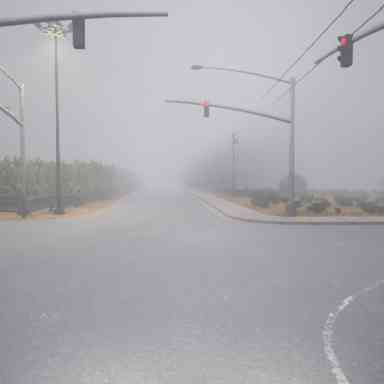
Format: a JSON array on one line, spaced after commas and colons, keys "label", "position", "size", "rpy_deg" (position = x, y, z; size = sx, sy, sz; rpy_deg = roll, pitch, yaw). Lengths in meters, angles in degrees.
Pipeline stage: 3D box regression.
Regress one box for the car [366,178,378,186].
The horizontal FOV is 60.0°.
[{"label": "car", "position": [42.107, -2.260, 77.560], "size": [1.905, 1.878, 3.866], "rpy_deg": [10, 10, 41]}]
